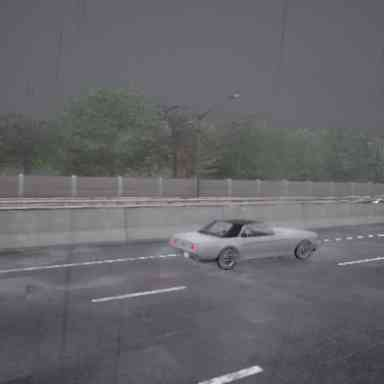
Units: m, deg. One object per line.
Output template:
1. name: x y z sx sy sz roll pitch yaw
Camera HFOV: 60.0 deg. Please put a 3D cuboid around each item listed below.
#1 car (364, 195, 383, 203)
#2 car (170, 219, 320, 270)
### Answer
1. car: 23.936 1.138 42.072 4.553 1.767 2.097 0 1 -27
2. car: 1.796 1.519 10.600 4.718 1.301 1.895 0 1 -28
